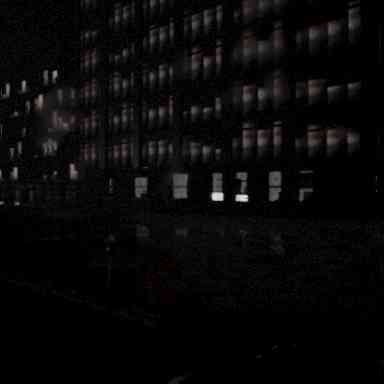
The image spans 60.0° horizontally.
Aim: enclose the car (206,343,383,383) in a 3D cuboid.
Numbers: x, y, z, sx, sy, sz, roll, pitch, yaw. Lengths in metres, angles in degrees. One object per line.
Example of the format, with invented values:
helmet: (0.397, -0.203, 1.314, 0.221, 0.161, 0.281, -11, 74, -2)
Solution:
car: (1.953, 1.554, 1.616, 4.403, 1.369, 2.008, 0, 1, 36)
